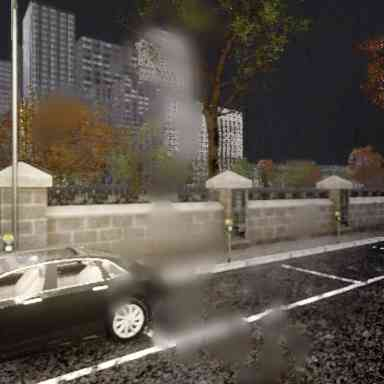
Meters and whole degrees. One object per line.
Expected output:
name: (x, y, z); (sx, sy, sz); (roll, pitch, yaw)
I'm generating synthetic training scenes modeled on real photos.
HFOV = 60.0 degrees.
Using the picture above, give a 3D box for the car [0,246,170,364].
car: (-2.415, 1.547, 4.834); (4.403, 1.369, 2.008); (0, 0, -35)
